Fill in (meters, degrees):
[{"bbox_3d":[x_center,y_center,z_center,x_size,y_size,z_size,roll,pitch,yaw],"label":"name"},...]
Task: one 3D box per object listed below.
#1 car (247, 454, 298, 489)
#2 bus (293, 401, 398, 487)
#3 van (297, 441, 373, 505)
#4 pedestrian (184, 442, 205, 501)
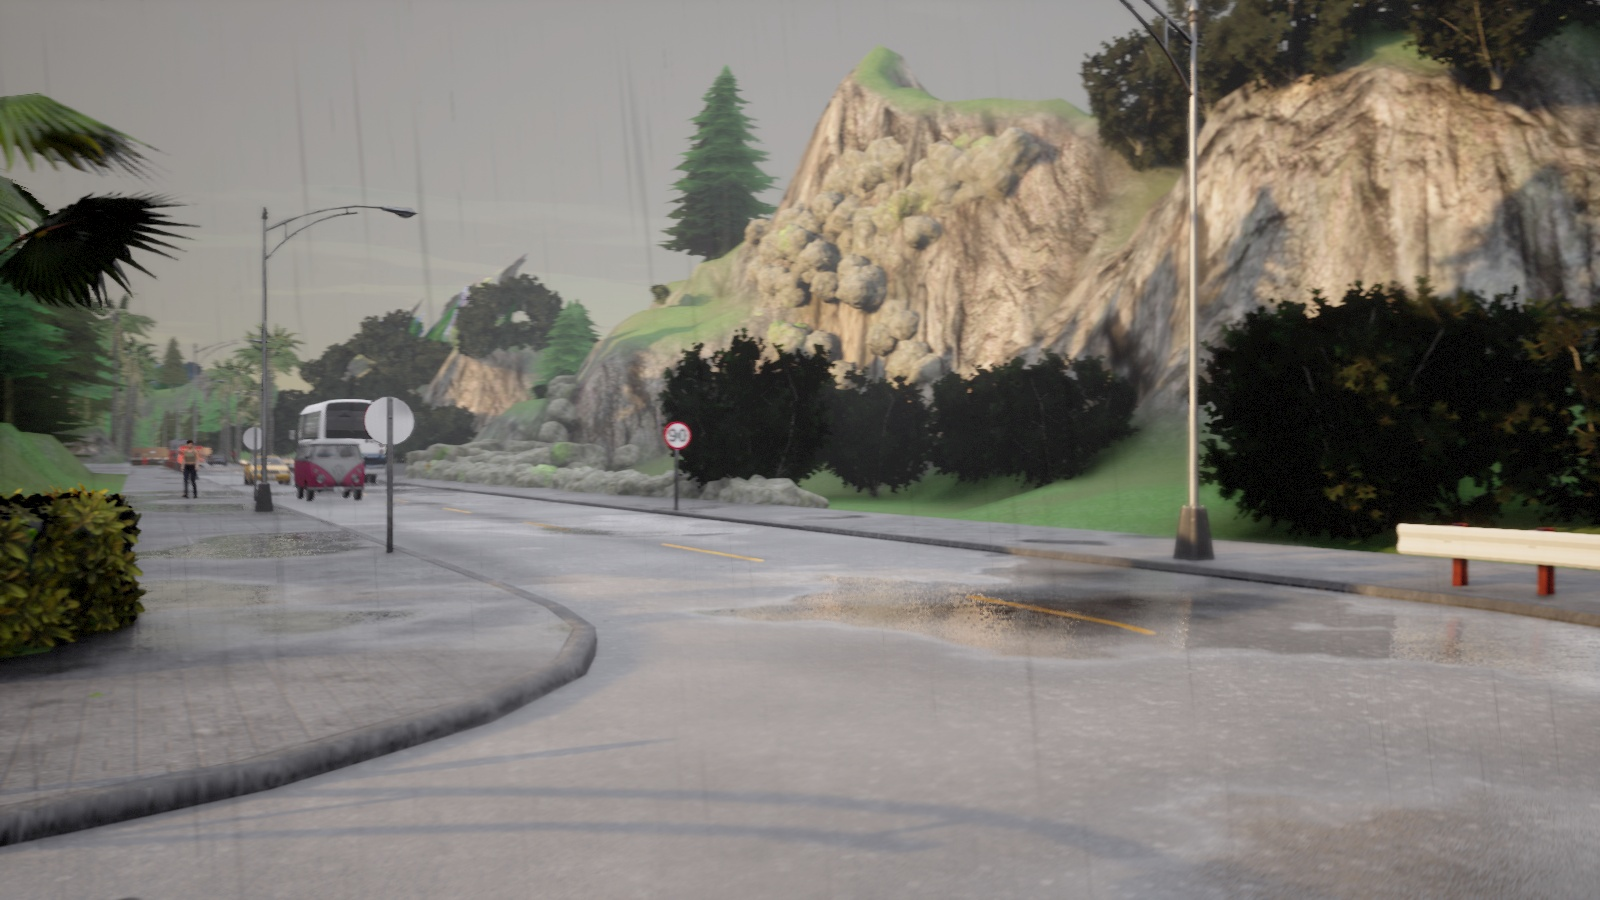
[{"bbox_3d":[-25.547,1.018,60.725,1.801,1.575,5.366,0,0,-28],"label":"car"},{"bbox_3d":[-24.640,-0.275,67.613,3.944,4.253,10.273,0,0,-28],"label":"bus"},{"bbox_3d":[-15.235,0.714,41.036,1.775,1.987,4.442,0,0,-28],"label":"van"},{"bbox_3d":[-19.027,0.680,39.461,0.345,1.836,0.594,0,0,1],"label":"pedestrian"}]
